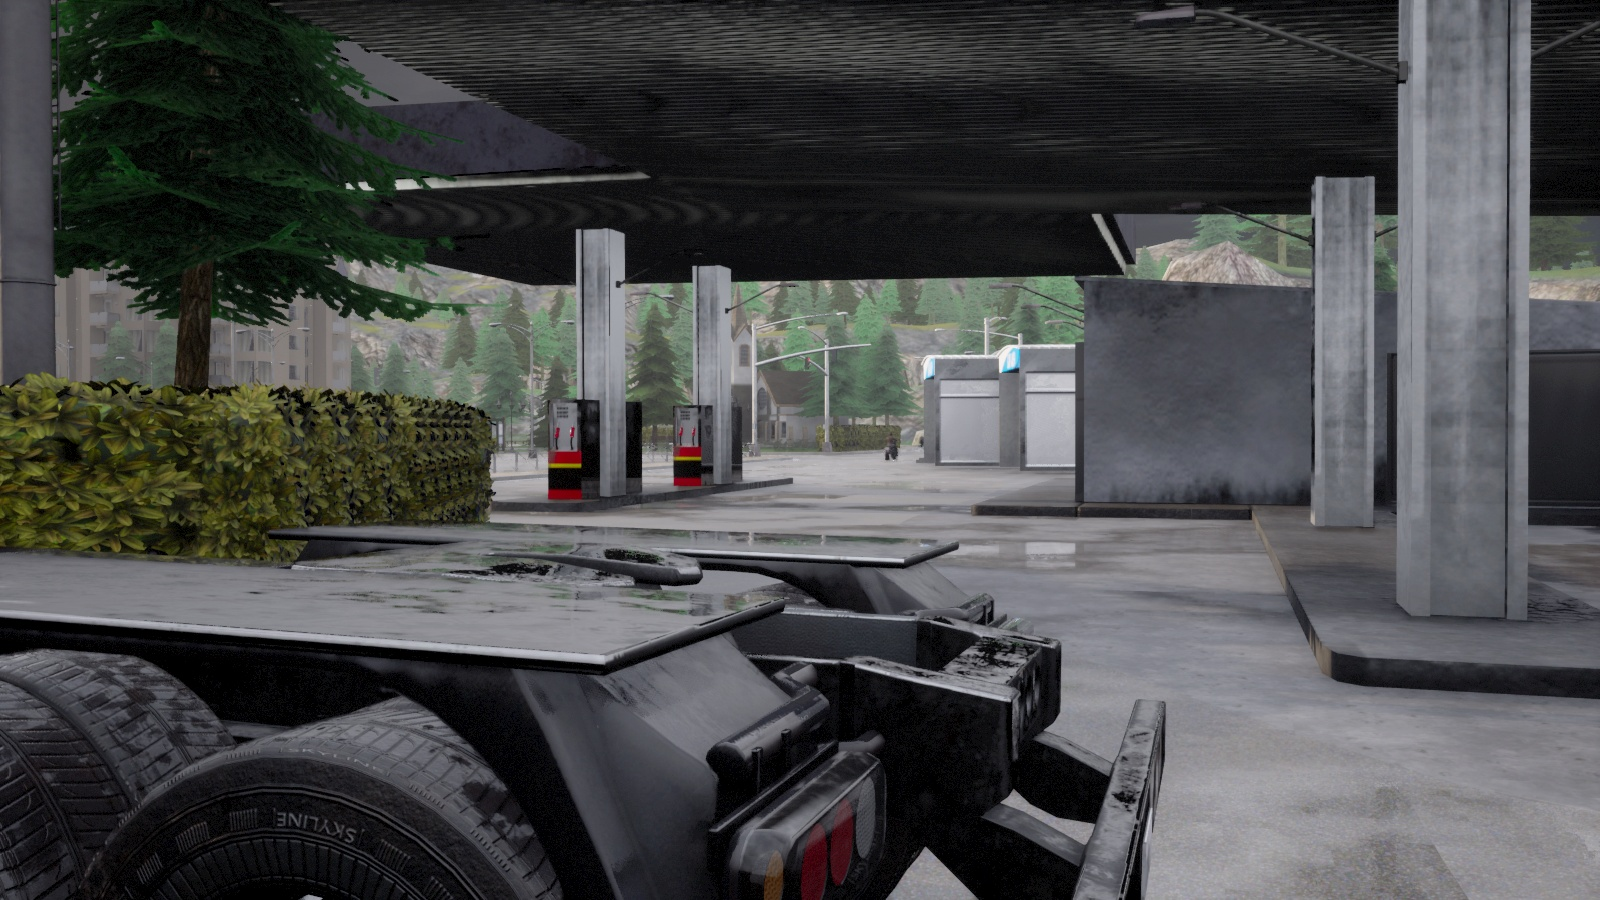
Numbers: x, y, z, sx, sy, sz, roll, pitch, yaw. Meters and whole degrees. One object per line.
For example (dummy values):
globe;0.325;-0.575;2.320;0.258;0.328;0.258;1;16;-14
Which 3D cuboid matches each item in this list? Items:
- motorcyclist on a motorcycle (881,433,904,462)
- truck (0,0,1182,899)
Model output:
motorcyclist on a motorcycle;5.309;-0.166;72.106;0.766;1.649;2.350;1;1;19
truck;-2.955;-0.168;4.152;7.936;3.462;2.891;1;0;18
